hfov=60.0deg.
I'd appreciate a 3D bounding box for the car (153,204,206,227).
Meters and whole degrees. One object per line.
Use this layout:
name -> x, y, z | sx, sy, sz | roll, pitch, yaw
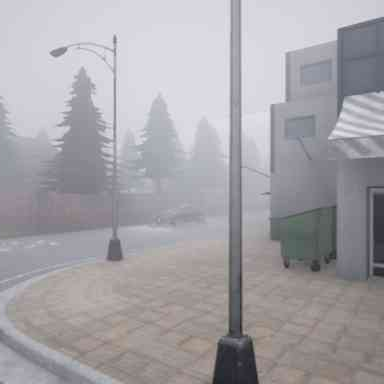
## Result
car -> -0.843, 1.671, 24.775 | 1.837, 1.490, 4.892 | 0, 0, 37
